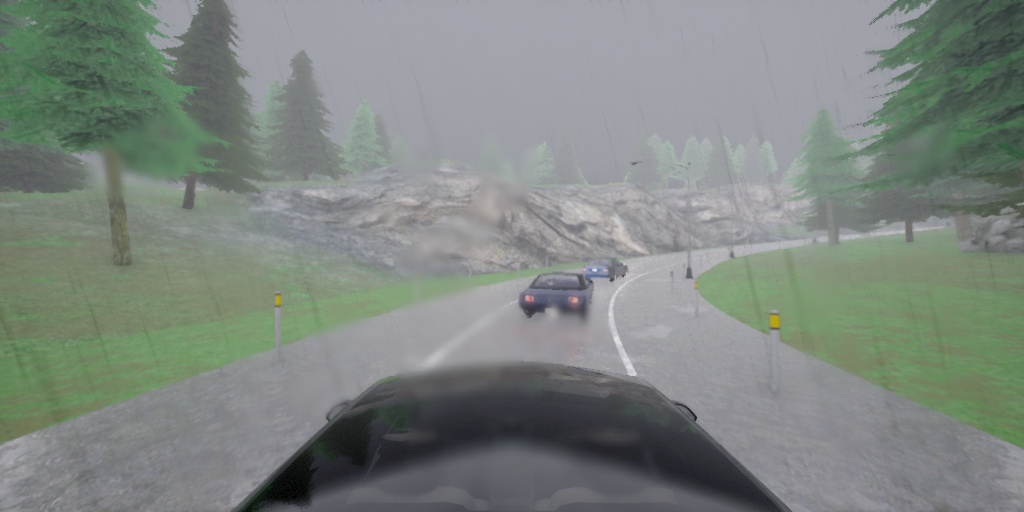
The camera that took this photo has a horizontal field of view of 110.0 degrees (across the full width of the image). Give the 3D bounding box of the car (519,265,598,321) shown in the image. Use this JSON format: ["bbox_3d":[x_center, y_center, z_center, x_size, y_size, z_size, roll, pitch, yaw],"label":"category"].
[{"bbox_3d":[1.688,1.174,11.850,1.895,1.301,4.718,0,1,15],"label":"car"}]

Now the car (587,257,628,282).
[{"bbox_3d":[6.019,0.782,22.993,2.033,1.411,5.357,1,2,29],"label":"car"}]
